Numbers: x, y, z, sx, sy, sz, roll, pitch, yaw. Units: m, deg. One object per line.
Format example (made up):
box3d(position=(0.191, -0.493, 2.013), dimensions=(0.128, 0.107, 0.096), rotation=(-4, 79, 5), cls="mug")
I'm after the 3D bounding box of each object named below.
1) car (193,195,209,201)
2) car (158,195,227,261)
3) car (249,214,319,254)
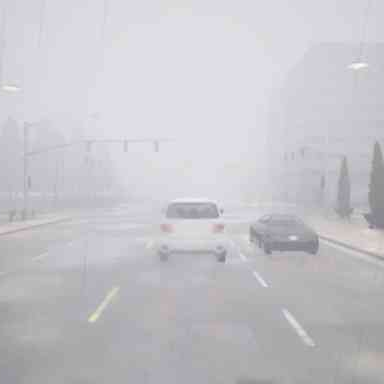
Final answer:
box3d(position=(2.442, 1.539, 87.222), dimensions=(1.895, 1.301, 4.718), rotation=(0, 0, 38), cls="car")
box3d(position=(0.026, 1.215, 12.310), dimensions=(2.150, 2.045, 5.566), rotation=(0, 0, 0), cls="car")
box3d(position=(3.539, 1.556, 13.470), dimensions=(1.994, 1.385, 4.181), rotation=(0, 0, 1), cls="car")
